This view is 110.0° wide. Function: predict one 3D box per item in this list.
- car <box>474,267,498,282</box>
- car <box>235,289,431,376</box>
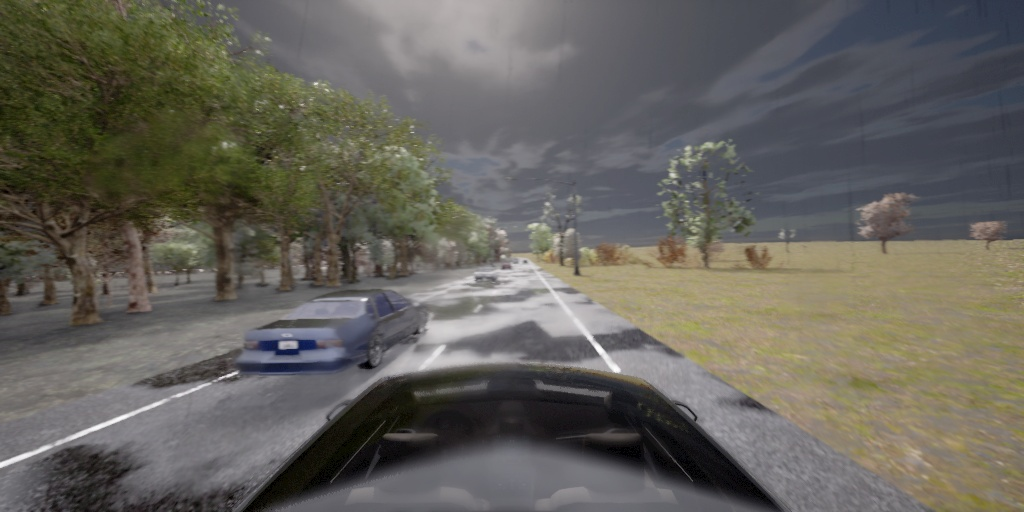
[{"bbox_3d":[-2.380,1.708,34.038,1.895,1.301,4.718,-2,0,2],"label":"car"},{"bbox_3d":[-3.383,1.451,8.078,2.033,1.411,5.357,-2,-1,2],"label":"car"}]
